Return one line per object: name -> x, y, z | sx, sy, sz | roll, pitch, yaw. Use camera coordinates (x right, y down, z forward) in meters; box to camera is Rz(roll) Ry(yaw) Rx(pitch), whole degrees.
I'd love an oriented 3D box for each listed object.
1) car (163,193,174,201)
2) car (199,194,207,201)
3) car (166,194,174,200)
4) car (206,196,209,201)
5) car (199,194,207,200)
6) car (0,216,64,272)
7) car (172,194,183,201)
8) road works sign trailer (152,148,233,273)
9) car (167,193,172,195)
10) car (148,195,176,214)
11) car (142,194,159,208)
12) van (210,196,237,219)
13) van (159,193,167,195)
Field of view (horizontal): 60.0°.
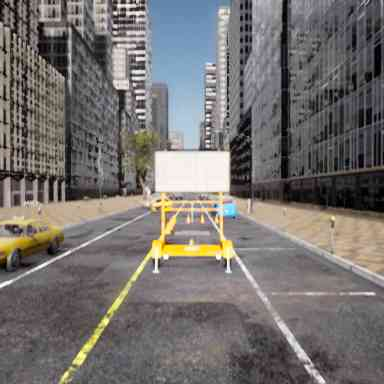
car -> -5.619, 1.063, 78.860 | 2.192, 1.841, 5.009 | 0, 0, 0
car -> 2.757, 1.316, 73.184 | 2.008, 1.369, 4.403 | 0, 0, 0
car -> -5.613, 1.256, 84.359 | 1.752, 1.417, 4.829 | 0, 0, 0
car -> 2.719, 1.415, 33.677 | 1.752, 1.417, 4.829 | 0, 0, 0
car -> 2.768, 1.275, 84.520 | 1.887, 1.381, 4.507 | 0, 0, 0
car -> -5.683, 1.489, 10.676 | 1.752, 1.417, 4.829 | 0, 0, 0
car -> -2.929, 1.329, 74.962 | 1.895, 1.301, 4.718 | 0, 0, 0
road works sign trailer -> 0.009, 0.428, 10.573 | 2.380, 3.560, 2.880 | 0, 0, 0
car -> -5.629, 1.334, 67.525 | 2.008, 1.369, 4.403 | 0, 0, 0
car -> -3.067, 1.364, 34.670 | 1.882, 1.535, 5.008 | 0, 0, 0
car -> -5.651, 1.380, 44.683 | 1.752, 1.417, 4.829 | 0, 0, 0
van -> 2.713, 1.249, 27.839 | 1.690, 1.788, 3.998 | 0, 0, 0
van -> -5.640, 1.160, 56.189 | 1.690, 1.788, 3.998 | 0, 0, 0
